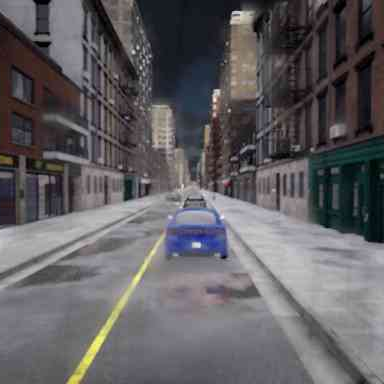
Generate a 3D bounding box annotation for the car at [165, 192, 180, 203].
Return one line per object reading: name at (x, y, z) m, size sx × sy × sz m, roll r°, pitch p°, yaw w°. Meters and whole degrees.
car at (-2.551, 0.707, 45.560) m, size 1.994 × 1.385 × 4.181 m, roll 0°, pitch 1°, yaw 1°

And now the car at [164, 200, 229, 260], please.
car at (0.149, 1.255, 11.556) m, size 1.882 × 1.535 × 5.008 m, roll 0°, pitch 1°, yaw 1°

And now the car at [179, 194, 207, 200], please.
car at (0.264, 0.942, 28.922) m, size 2.128 × 1.511 × 4.902 m, roll 0°, pitch 1°, yaw 1°
